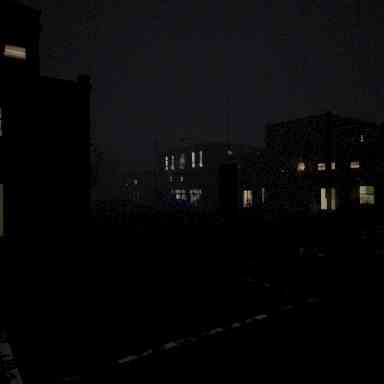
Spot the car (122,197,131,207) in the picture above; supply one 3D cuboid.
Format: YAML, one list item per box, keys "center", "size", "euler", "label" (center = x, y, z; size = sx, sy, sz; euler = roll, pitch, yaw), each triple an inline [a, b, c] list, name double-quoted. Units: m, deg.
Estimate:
- center: [-13.634, 1.988, 59.541]
  size: [2.150, 2.045, 5.566]
  euler: [-1, 0, -36]
  label: "car"

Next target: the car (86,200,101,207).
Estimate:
- center: [-22.644, 2.594, 76.257]
  size: [1.802, 1.307, 4.206]
  euler: [-2, 0, -36]
  label: "car"

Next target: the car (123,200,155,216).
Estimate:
- center: [-5.947, 2.047, 39.239]
  size: [1.752, 1.417, 4.829]
  euler: [-2, 0, -36]
  label: "car"

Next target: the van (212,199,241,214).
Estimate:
- center: [4.051, 1.707, 39.694]
  size: [1.690, 1.788, 3.998]
  euler: [-2, 0, -36]
  label: "van"

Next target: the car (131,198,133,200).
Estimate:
- center: [-12.638, 2.084, 62.546]
  size: [2.192, 1.841, 5.009]
  euler: [-2, 0, -36]
  label: "car"

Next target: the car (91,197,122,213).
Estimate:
- center: [-12.728, 2.001, 48.516]
  size: [2.192, 1.841, 5.009]
  euler: [-2, 0, -36]
  label: "car"

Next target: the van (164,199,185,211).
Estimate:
- center: [-2.624, 1.868, 48.834]
  size: [1.690, 1.788, 3.998]
  euler: [-2, 0, -36]
  label: "van"
